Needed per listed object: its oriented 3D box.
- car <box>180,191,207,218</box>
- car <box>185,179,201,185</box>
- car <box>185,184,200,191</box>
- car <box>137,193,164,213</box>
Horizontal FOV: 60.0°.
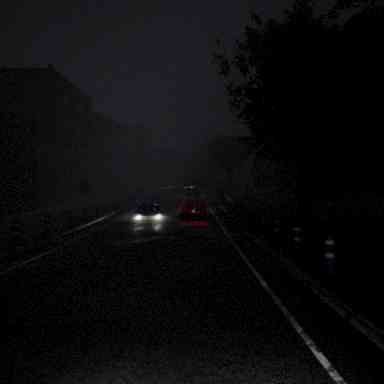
[{"bbox_3d":[0.111,1.051,25.612,1.882,1.535,5.008,0,3,0],"label":"car"},{"bbox_3d":[0.237,-1.994,71.306,1.812,1.442,4.674,1,5,30],"label":"car"},{"bbox_3d":[0.119,0.112,43.012,1.994,1.385,4.181,0,4,0],"label":"car"},{"bbox_3d":[-3.584,0.891,29.159,1.882,1.535,5.008,0,3,0],"label":"car"}]
